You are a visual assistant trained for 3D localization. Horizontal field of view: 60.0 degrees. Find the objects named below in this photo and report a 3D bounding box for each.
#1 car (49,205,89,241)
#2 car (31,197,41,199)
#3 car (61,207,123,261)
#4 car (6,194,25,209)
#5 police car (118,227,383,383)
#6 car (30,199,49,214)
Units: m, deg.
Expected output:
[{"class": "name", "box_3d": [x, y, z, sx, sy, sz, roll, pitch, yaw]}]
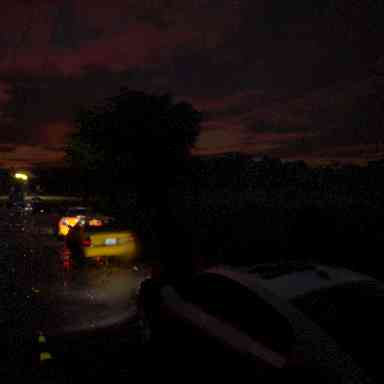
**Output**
[{"class": "car", "box_3d": [-6.337, 1.510, 18.071, 2.097, 1.767, 4.553, 0, 0, -27]}, {"class": "car", "box_3d": [-25.426, 1.520, 54.195, 2.033, 1.411, 5.357, 0, 1, -27]}, {"class": "car", "box_3d": [-3.738, 1.576, 12.904, 1.801, 1.575, 5.366, 0, 0, -27]}, {"class": "car", "box_3d": [-25.660, 1.285, 48.538, 2.150, 2.045, 5.566, 0, 1, -27]}, {"class": "police car", "box_3d": [0.790, 1.452, 3.900, 1.930, 1.638, 5.238, 0, -1, -27]}, {"class": "car", "box_3d": [-17.456, 1.786, 38.463, 1.895, 1.301, 4.718, 0, 0, -26]}]
